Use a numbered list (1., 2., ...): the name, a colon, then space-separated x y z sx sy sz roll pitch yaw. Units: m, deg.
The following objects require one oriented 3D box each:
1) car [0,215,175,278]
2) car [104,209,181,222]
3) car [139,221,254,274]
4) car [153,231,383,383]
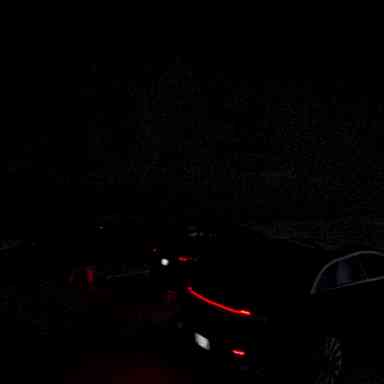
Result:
1. car: -3.119 1.583 10.068 4.718 1.301 1.895 0 0 -34
2. car: -2.345 1.503 14.830 4.674 1.442 1.812 0 0 -34
3. car: 1.036 1.555 8.654 4.181 1.385 1.994 0 0 -34
4. car: 2.120 1.489 5.161 4.902 1.511 2.128 0 0 -34
